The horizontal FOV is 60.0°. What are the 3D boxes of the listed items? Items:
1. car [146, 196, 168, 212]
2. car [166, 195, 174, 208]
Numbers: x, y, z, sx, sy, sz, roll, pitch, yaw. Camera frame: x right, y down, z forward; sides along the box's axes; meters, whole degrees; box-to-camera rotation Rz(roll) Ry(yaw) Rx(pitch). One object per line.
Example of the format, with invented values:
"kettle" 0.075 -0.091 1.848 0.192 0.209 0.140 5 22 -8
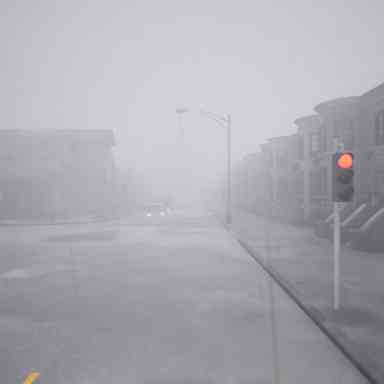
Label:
"car" -4.159 1.526 39.455 1.812 1.442 4.674 0 0 -1
"car" -4.161 1.505 49.667 1.837 1.490 4.892 0 0 0
